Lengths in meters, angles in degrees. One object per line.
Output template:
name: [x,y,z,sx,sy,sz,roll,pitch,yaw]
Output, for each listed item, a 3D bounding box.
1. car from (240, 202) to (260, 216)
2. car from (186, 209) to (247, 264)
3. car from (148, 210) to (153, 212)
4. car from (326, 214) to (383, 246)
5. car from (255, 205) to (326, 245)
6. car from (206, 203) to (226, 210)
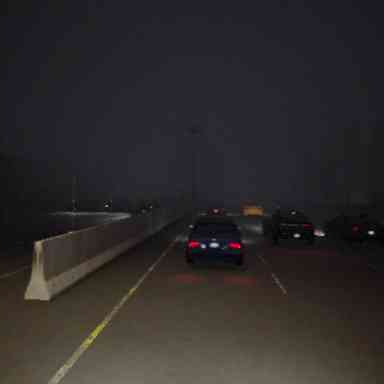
car: [5.938,1.736,33.478,1.882,1.535,5.008,1,0,4]
car: [0.840,1.610,12.177,2.033,1.411,5.357,1,0,4]
car: [-4.644,1.606,35.364,1.895,1.301,4.718,1,0,4]
car: [8.220,1.823,16.967,1.994,1.385,4.181,1,0,4]
car: [4.689,1.663,16.656,2.128,1.511,4.902,1,0,4]
car: [2.374,1.733,32.783,1.994,1.385,4.181,1,0,4]
